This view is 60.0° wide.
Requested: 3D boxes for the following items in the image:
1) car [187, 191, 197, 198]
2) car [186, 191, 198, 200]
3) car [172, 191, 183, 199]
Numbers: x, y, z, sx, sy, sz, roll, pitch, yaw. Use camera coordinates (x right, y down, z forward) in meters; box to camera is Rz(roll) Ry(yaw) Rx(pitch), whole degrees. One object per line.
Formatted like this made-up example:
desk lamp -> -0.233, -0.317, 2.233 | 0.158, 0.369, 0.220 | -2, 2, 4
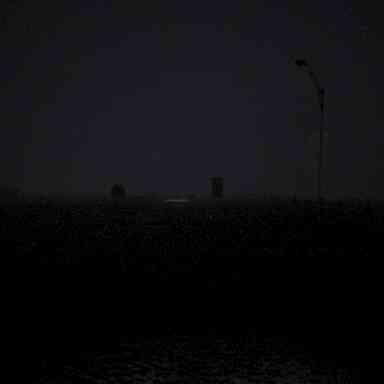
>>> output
car -> 0.026, 0.478, 67.165 | 1.837, 1.490, 4.892 | 0, 1, 0
car -> 0.023, 0.645, 57.162 | 1.812, 1.442, 4.674 | 0, 1, 0
car -> -2.728, 0.533, 61.335 | 1.882, 1.535, 5.008 | 0, 1, 0
